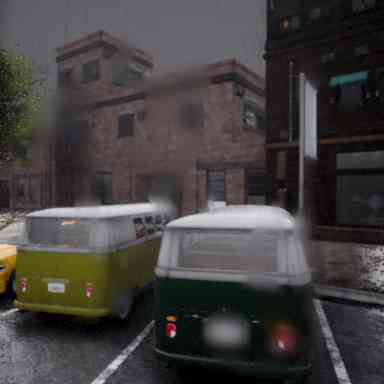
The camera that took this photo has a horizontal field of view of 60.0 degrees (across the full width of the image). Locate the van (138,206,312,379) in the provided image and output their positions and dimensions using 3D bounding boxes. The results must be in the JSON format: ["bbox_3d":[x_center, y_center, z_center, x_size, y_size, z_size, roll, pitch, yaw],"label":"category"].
[{"bbox_3d":[0.891,1.259,5.627,1.878,1.987,4.442,0,-1,14],"label":"van"}]

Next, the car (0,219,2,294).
[{"bbox_3d":[-4.079,1.498,8.898,2.097,1.535,5.008,1,0,14],"label":"car"}]

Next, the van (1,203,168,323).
[{"bbox_3d":[-1.587,1.266,7.320,1.878,1.987,4.442,0,-1,14],"label":"van"}]
